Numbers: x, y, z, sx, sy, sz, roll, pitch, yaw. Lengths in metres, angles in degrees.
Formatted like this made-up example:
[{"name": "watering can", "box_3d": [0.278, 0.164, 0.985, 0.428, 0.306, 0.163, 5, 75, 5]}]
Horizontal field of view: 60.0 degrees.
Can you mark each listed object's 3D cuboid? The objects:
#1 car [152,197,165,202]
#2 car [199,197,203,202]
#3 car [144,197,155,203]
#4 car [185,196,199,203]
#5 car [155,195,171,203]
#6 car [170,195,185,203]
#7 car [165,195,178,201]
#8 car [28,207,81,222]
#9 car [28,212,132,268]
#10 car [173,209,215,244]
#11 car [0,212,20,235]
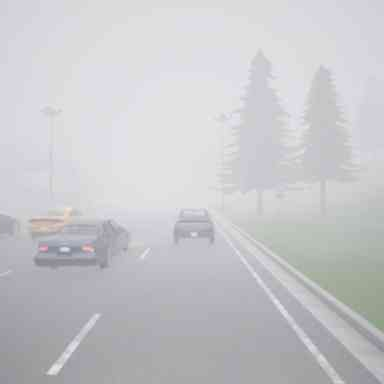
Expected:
[{"name": "car", "box_3d": [-9.150, 2.049, 91.785, 1.895, 1.301, 4.718, 0, 0, 17]}, {"name": "car", "box_3d": [1.459, 1.947, 90.874, 2.033, 1.411, 5.357, 0, 0, 17]}, {"name": "car", "box_3d": [-10.499, 1.942, 81.257, 2.033, 1.411, 5.357, 0, 0, 2]}, {"name": "car", "box_3d": [-0.010, 1.901, 80.595, 1.837, 1.490, 4.892, 0, 0, 2]}, {"name": "car", "box_3d": [-6.996, 1.760, 81.555, 2.097, 1.767, 4.553, 0, 0, 2]}, {"name": "car", "box_3d": [-3.504, 1.955, 80.983, 1.994, 1.385, 4.181, 0, 0, 2]}, {"name": "car", "box_3d": [-5.579, 1.666, 91.682, 2.097, 1.767, 4.553, 0, 0, 17]}, {"name": "car", "box_3d": [-6.907, 1.568, 17.916, 1.882, 1.535, 5.008, 0, 0, 0]}, {"name": "car", "box_3d": [-3.408, 1.605, 11.428, 2.033, 1.411, 5.357, 0, 0, 0]}, {"name": "car", "box_3d": [0.093, 1.574, 16.369, 2.128, 1.511, 4.902, 0, 0, 0]}, {"name": "car", "box_3d": [-10.406, 1.587, 16.453, 1.837, 1.490, 4.892, 0, 0, 0]}]
